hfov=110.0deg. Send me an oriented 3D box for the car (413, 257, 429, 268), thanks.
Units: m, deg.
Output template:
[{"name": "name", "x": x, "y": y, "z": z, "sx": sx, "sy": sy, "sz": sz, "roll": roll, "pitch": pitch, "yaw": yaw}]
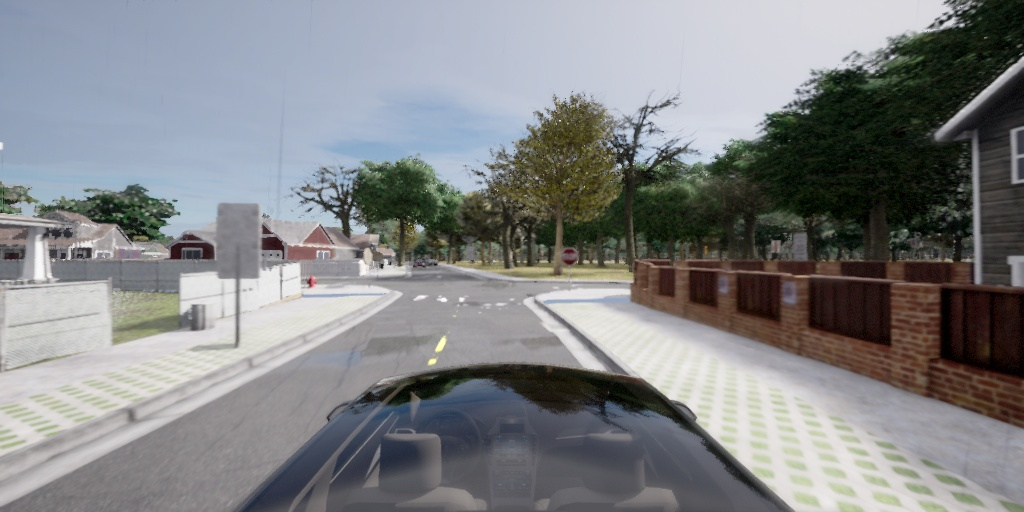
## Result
[{"name": "car", "x": -15.159, "y": 1.301, "z": 58.724, "sx": 1.994, "sy": 1.385, "sz": 4.181, "roll": 0, "pitch": 0, "yaw": -15}]
